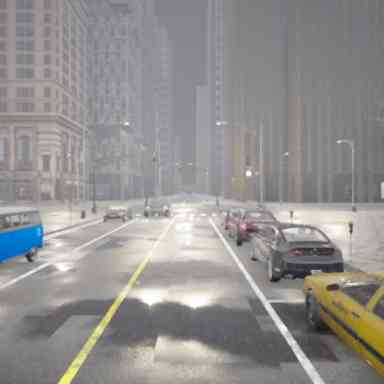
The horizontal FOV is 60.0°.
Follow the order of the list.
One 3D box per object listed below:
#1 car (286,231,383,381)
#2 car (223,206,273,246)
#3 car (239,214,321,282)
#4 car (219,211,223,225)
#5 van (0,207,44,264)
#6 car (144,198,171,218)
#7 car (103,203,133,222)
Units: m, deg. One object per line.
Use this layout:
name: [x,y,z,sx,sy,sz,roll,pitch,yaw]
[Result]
car: [2.753,1.520,4.057,1.752,1.417,4.829,0,0,0]
car: [2.734,1.433,15.169,1.967,1.590,4.097,0,0,0]
car: [2.744,1.545,9.528,2.008,1.369,4.403,0,0,0]
car: [2.726,1.542,20.810,2.008,1.369,4.403,0,0,0]
van: [-5.782,1.352,9.513,1.690,1.788,3.998,0,0,0]
car: [-3.051,1.375,30.439,2.097,1.767,4.553,0,0,0]
car: [-5.809,1.557,26.435,2.008,1.369,4.403,0,0,0]
